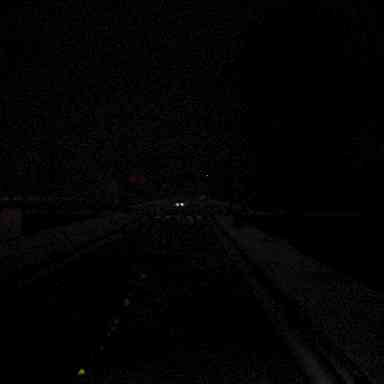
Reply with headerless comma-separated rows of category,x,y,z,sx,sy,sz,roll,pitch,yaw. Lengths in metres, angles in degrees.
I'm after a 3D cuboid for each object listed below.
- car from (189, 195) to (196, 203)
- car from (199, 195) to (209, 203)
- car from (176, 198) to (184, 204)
car,0.185,2.290,91.937,1.994,1.385,4.181,0,0,0
car,3.435,2.093,91.917,2.097,1.767,4.553,0,0,0
car,-3.040,2.233,83.423,1.994,1.385,4.181,0,0,0
